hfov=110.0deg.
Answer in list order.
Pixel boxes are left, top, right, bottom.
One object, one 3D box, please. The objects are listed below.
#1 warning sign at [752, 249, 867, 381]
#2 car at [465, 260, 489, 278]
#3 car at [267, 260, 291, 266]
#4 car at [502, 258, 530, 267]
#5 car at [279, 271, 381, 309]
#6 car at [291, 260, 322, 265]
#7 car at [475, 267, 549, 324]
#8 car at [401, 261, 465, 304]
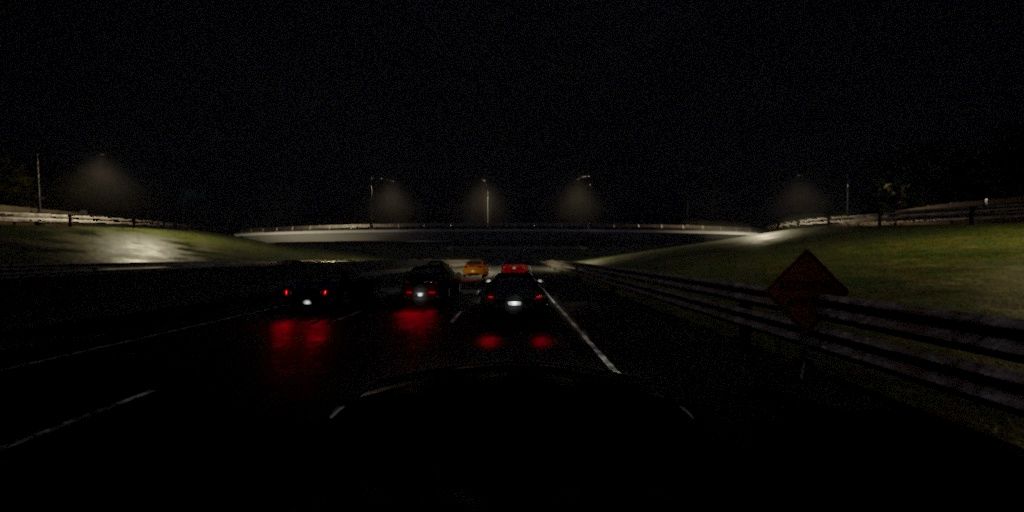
[{"bbox_3d":[4.547,0.828,5.583,1.300,1.860,1.060,0,0,0],"label":"warning sign"},{"bbox_3d":[-3.218,1.112,32.598,1.882,1.535,5.008,0,0,2],"label":"car"},{"bbox_3d":[-24.238,1.129,38.799,1.882,1.535,5.008,0,0,2],"label":"car"},{"bbox_3d":[0.230,0.983,30.799,2.097,1.767,4.553,0,0,1],"label":"car"},{"bbox_3d":[-6.918,1.257,14.335,1.895,1.301,4.718,0,0,0],"label":"car"},{"bbox_3d":[-20.771,1.250,38.037,1.895,1.301,4.718,0,0,2],"label":"car"},{"bbox_3d":[0.076,1.235,11.689,1.994,1.385,4.181,0,0,0],"label":"car"},{"bbox_3d":[-3.417,1.154,15.783,1.837,1.490,4.892,0,0,0],"label":"car"}]
